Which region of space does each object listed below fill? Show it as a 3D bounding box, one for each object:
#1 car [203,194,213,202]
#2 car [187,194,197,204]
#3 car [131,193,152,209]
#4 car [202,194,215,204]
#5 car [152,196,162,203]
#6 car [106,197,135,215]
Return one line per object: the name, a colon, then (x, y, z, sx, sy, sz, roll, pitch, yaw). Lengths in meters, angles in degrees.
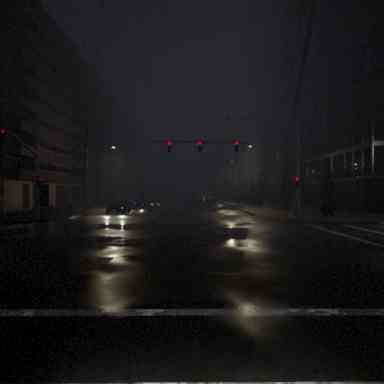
car: (3.456, 1.333, 74.574, 2.097, 1.767, 4.553, 0, 0, 1)
car: (-0.046, 1.544, 64.617, 1.994, 1.385, 4.181, 0, 0, 1)
car: (-7.432, 1.208, 46.461, 2.150, 2.045, 5.566, 0, 0, 1)
car: (3.453, 1.472, 64.709, 2.128, 1.511, 4.902, 0, 0, 1)
car: (-7.134, 1.527, 67.295, 2.033, 1.411, 5.357, 0, 0, 1)
car: (-7.471, 1.515, 34.219, 1.812, 1.442, 4.674, 0, 0, 0)
